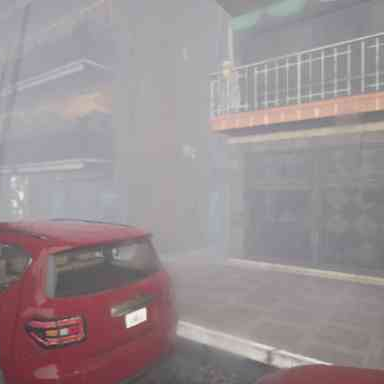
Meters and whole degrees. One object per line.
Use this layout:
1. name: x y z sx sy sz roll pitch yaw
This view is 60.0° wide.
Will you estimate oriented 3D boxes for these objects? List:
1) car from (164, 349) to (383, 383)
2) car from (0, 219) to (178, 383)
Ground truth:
1. car: 2.092 1.583 1.384 4.206 1.307 1.802 0 0 35
2. car: -2.492 1.311 4.650 5.009 1.841 2.192 0 0 35
